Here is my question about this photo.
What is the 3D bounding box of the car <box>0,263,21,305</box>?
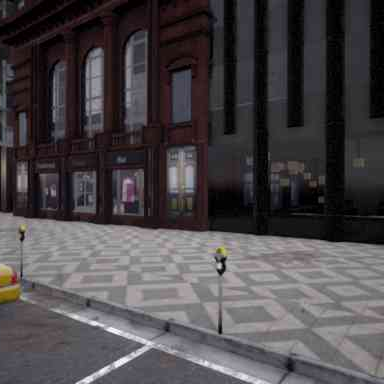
[{"bbox_3d":[-5.372,1.525,6.788,4.829,1.417,1.752,0,0,35],"label":"car"}]
